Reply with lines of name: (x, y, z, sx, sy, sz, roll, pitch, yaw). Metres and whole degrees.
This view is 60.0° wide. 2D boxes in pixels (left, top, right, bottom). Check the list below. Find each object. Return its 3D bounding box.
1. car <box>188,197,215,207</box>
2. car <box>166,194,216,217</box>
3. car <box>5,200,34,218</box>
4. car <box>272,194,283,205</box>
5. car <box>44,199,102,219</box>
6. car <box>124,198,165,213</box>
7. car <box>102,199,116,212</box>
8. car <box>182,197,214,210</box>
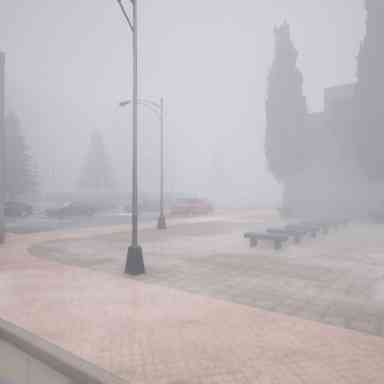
car: (1.493, 1.564, 51.303, 1.994, 1.385, 4.181, 0, 0, 38)
car: (0.050, 1.352, 31.951, 2.097, 1.767, 4.553, 0, 0, 38)
car: (-16.207, 1.505, 28.462, 1.837, 1.490, 4.892, 0, 0, 39)
car: (16.398, 1.564, 58.909, 1.994, 1.385, 4.181, 0, 0, 38)
car: (-10.742, 1.526, 29.708, 1.812, 1.442, 4.674, 0, 0, 37)
car: (-5.438, 1.564, 36.612, 1.994, 1.385, 4.181, 0, 0, 38)
car: (-10.424, 1.491, 35.890, 2.128, 1.511, 4.902, 0, 0, 38)
car: (0.902, 1.505, 44.834, 1.837, 1.490, 4.892, 0, 0, 38)
